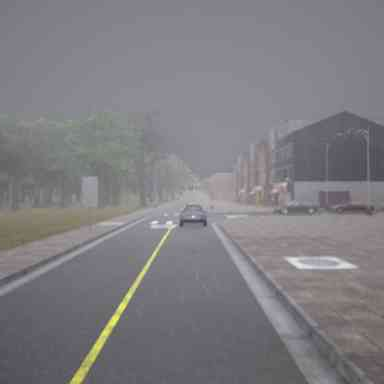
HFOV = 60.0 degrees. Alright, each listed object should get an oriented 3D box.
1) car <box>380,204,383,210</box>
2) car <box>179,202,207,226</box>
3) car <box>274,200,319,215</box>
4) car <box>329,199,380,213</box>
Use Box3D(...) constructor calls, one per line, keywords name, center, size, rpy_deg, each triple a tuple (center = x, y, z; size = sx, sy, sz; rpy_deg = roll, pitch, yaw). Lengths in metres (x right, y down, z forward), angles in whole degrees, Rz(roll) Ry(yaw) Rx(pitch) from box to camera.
Box3D(name="car", center=(21.313, 1.236, 33.338), size=(4.829, 1.417, 1.752), rpy_deg=(-1, 1, 0))
Box3D(name="car", center=(0.091, 1.706, 24.912), size=(1.994, 1.385, 4.181), rpy_deg=(0, -1, 0))
Box3D(name="car", center=(10.421, 1.496, 33.339), size=(4.403, 1.369, 2.008), rpy_deg=(-1, 1, 0))
Box3D(name="car", center=(15.953, 1.408, 33.339), size=(4.206, 1.307, 1.802), rpy_deg=(-1, 1, 0))
